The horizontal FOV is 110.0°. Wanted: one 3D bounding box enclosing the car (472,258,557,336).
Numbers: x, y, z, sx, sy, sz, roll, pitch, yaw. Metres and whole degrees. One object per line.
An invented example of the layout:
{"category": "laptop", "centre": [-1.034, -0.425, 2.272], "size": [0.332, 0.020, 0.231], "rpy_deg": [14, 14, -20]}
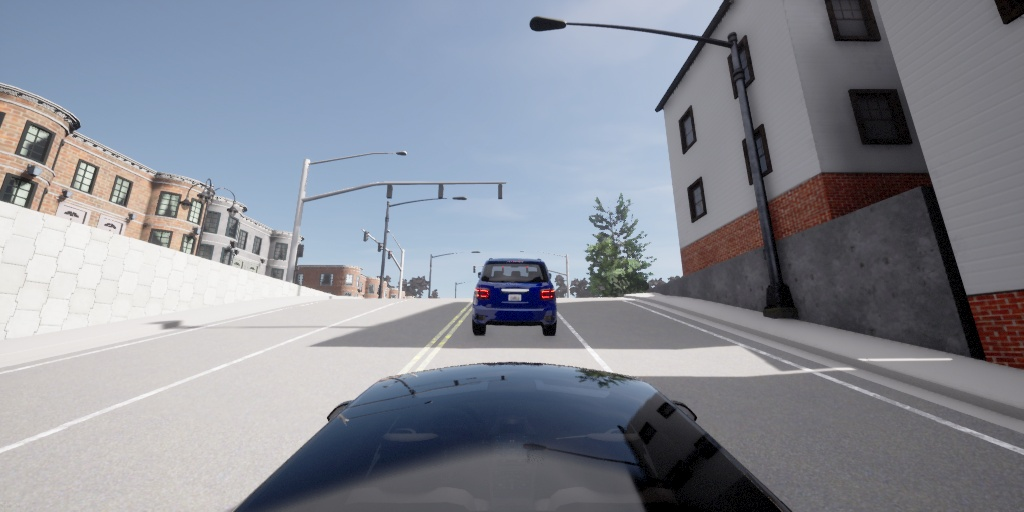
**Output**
{"category": "car", "centre": [0.076, 1.097, 11.026], "size": [2.150, 2.045, 5.566], "rpy_deg": [1, -1, 0]}
